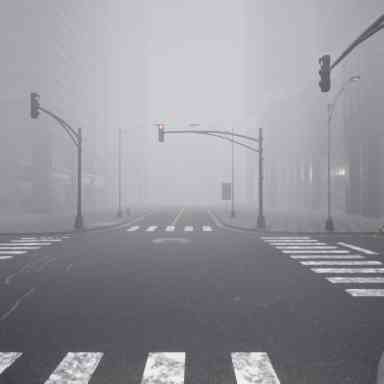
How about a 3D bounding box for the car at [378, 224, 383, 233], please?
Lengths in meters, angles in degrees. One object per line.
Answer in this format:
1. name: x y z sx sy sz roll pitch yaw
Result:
1. car: 11.753 1.564 16.181 4.829 1.417 1.752 0 -1 0
